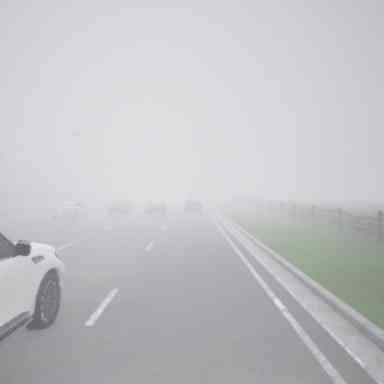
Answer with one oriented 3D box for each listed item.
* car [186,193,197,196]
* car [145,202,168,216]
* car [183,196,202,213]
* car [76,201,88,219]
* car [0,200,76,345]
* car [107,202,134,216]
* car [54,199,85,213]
[{"bbox_3d":[0.078,1.239,63.643,2.150,2.045,5.566,0,0,0],"label":"car"},{"bbox_3d":[-3.414,1.609,32.726,1.895,1.301,4.718,0,0,0],"label":"car"},{"bbox_3d":[0.085,1.488,36.931,1.882,1.535,5.008,0,0,0],"label":"car"},{"bbox_3d":[-10.410,1.532,28.599,1.812,1.442,4.674,0,0,0],"label":"car"},{"bbox_3d":[-3.403,1.223,3.747,2.150,2.045,5.566,0,0,0],"label":"car"},{"bbox_3d":[-6.913,1.609,32.725,1.895,1.301,4.718,0,0,0],"label":"car"},{"bbox_3d":[-13.915,1.573,38.051,1.994,1.385,4.181,0,0,0],"label":"car"}]
